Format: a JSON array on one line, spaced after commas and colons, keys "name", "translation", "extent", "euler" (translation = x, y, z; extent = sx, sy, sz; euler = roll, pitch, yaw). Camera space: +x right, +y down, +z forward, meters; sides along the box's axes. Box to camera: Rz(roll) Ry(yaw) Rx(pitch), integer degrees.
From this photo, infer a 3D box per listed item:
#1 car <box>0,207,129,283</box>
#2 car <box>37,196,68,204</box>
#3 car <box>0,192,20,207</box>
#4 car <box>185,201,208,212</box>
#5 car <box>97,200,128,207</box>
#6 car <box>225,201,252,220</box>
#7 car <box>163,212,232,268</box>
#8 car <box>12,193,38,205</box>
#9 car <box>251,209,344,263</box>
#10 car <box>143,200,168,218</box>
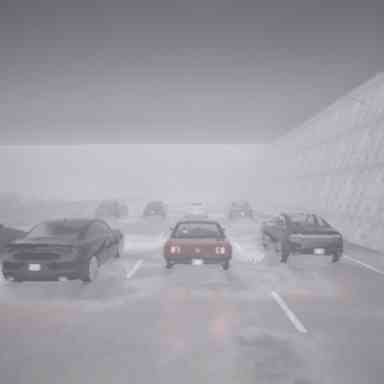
[{"name": "car", "translation": [-3.334, 1.442, 9.610], "extent": [1.882, 1.535, 5.008], "euler": [0, 0, 1]}, {"name": "car", "translation": [-17.112, 1.396, 41.697], "extent": [1.994, 1.385, 4.181], "euler": [0, 0, 1]}, {"name": "car", "translation": [-24.083, 1.016, 43.075], "extent": [2.150, 2.045, 5.566], "euler": [0, 0, 1]}, {"name": "car", "translation": [0.396, 1.475, 28.790], "extent": [1.812, 1.442, 4.674], "euler": [0, 0, 1]}, {"name": "car", "translation": [-6.611, 1.405, 27.868], "extent": [2.128, 1.511, 4.902], "euler": [0, 0, 1]}, {"name": "car", "translation": [3.888, 1.462, 27.749], "extent": [2.128, 1.511, 4.902], "euler": [0, 0, 1]}, {"name": "car", "translation": [0.192, 1.581, 11.136], "extent": [1.895, 1.301, 4.718], "euler": [0, 0, 1]}, {"name": "car", "translation": [-20.587, 1.303, 43.036], "extent": [2.128, 1.511, 4.902], "euler": [0, 0, 1]}, {"name": "car", "translation": [3.704, 1.490, 12.003], "extent": [2.128, 1.511, 4.902], "euler": [0, 0, 1]}, {"name": "car", "translation": [-3.103, 1.456, 28.835], "extent": [1.812, 1.442, 4.674], "euler": [0, 0, 1]}]
